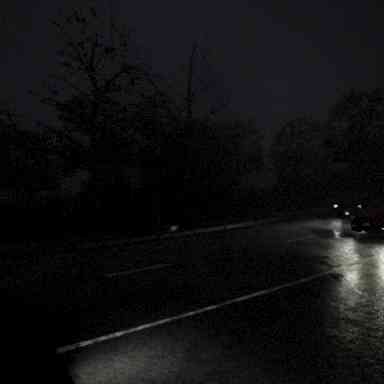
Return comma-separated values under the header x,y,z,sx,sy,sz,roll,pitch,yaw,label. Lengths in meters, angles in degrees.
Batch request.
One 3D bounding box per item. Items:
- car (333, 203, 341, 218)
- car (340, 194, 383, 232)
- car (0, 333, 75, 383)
x,y,z,sx,sy,sz,roll,pitch,yaw,label
10.572,0.799,20.087,4.718,1.301,1.895,-3,2,-35,car
8.937,0.899,14.643,5.008,1.535,1.882,-3,2,-35,car
-3.058,1.512,1.566,4.892,1.490,1.837,1,0,-35,car
